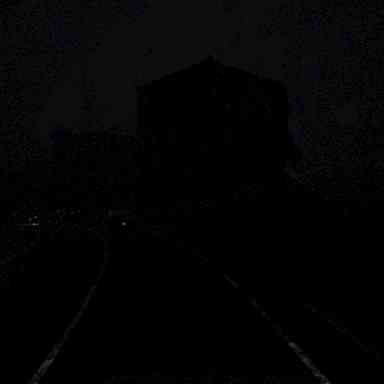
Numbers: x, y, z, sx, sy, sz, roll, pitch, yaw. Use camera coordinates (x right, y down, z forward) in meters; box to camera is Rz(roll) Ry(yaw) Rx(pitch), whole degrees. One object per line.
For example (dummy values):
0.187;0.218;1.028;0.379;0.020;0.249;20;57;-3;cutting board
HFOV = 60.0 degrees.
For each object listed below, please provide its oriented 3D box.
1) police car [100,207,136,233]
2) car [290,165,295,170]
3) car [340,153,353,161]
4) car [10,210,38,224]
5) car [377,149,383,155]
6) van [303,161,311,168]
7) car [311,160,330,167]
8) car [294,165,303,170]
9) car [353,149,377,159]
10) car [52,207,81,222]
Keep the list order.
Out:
-5.417;1.921;23.968;1.930;1.638;5.238;-1;-1;-23;police car
23.906;-5.262;75.725;2.435;2.045;5.566;0;1;1;car
23.328;-4.821;48.188;2.185;1.767;4.553;0;1;1;car
-19.703;2.923;38.840;1.837;1.490;4.892;-1;-3;-44;car
23.093;-4.496;36.997;2.002;1.452;4.674;0;1;1;car
23.672;-5.125;64.597;1.878;1.987;4.442;0;1;1;van
23.559;-4.836;59.203;2.231;1.521;4.892;0;1;1;car
23.793;-4.919;70.241;2.002;1.452;4.674;0;1;1;car
23.212;-4.744;42.670;2.185;1.767;4.553;0;1;1;car
-14.621;2.521;38.580;2.097;1.767;4.553;-2;-2;-39;car
